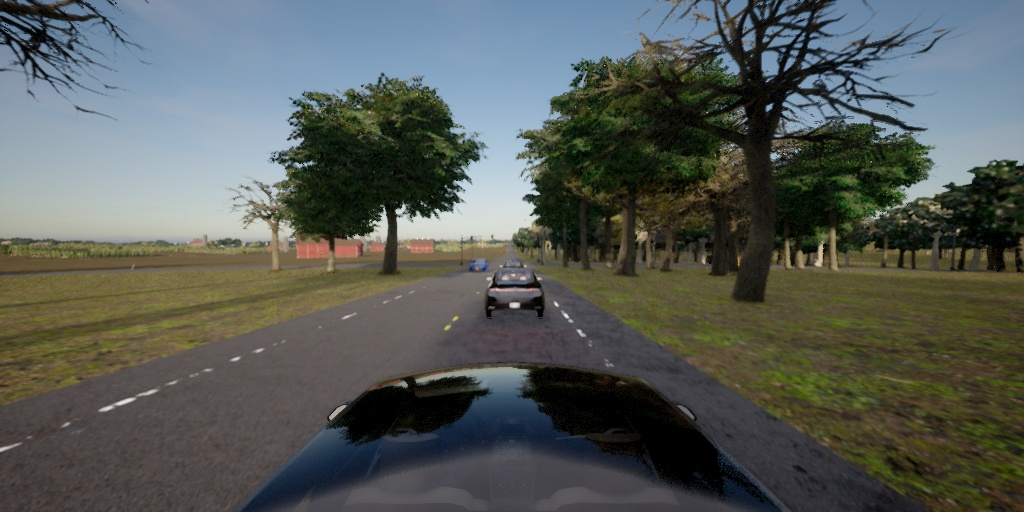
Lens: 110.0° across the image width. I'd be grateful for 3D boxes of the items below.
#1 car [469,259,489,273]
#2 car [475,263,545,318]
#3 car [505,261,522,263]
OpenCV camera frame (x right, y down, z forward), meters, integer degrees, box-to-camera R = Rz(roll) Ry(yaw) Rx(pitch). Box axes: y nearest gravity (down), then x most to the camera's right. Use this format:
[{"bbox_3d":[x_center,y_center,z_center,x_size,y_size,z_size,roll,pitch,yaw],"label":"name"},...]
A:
[{"bbox_3d":[-3.589,1.041,39.524,1.882,1.535,5.008,0,0,0],"label":"car"},{"bbox_3d":[0.088,1.172,12.601,2.128,1.511,4.902,0,0,0],"label":"car"},{"bbox_3d":[0.091,1.104,27.924,1.837,1.490,4.892,0,0,0],"label":"car"}]
